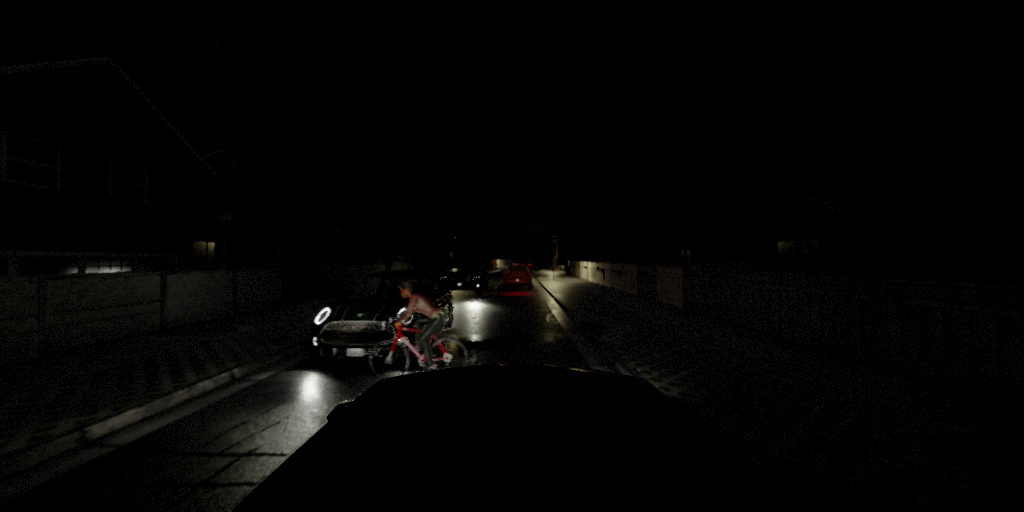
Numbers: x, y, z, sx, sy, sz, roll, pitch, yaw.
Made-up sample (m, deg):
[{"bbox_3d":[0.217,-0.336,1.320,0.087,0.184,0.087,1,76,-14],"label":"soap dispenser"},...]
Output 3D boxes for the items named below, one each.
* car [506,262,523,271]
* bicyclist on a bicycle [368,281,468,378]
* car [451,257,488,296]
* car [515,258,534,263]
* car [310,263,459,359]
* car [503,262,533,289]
[{"bbox_3d":[0.486,1.652,59.927,2.033,1.411,5.357,0,0,10],"label":"car"},{"bbox_3d":[-1.552,1.228,5.876,1.656,1.620,0.582,-2,0,1],"label":"bicyclist on a bicycle"},{"bbox_3d":[-2.614,1.099,20.930,2.150,2.045,5.566,0,-1,1],"label":"car"},{"bbox_3d":[1.571,1.248,46.134,2.150,2.045,5.566,0,0,6],"label":"car"},{"bbox_3d":[-2.778,1.149,8.667,2.097,1.767,4.553,0,0,1],"label":"car"},{"bbox_3d":[0.378,1.379,24.808,1.882,1.535,5.008,0,0,1],"label":"car"}]
